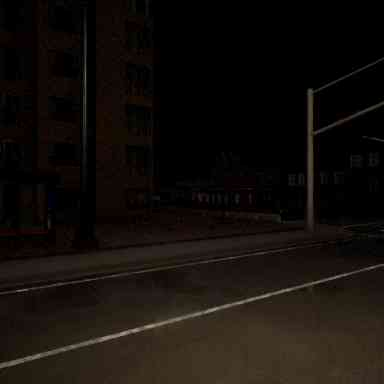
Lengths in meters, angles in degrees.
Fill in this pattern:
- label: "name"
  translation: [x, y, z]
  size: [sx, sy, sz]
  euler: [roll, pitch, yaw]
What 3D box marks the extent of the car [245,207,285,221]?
- label: "car"
  translation: [7.213, 2.289, 34.215]
  size: [2.097, 1.767, 4.553]
  euler: [0, -8, -36]
